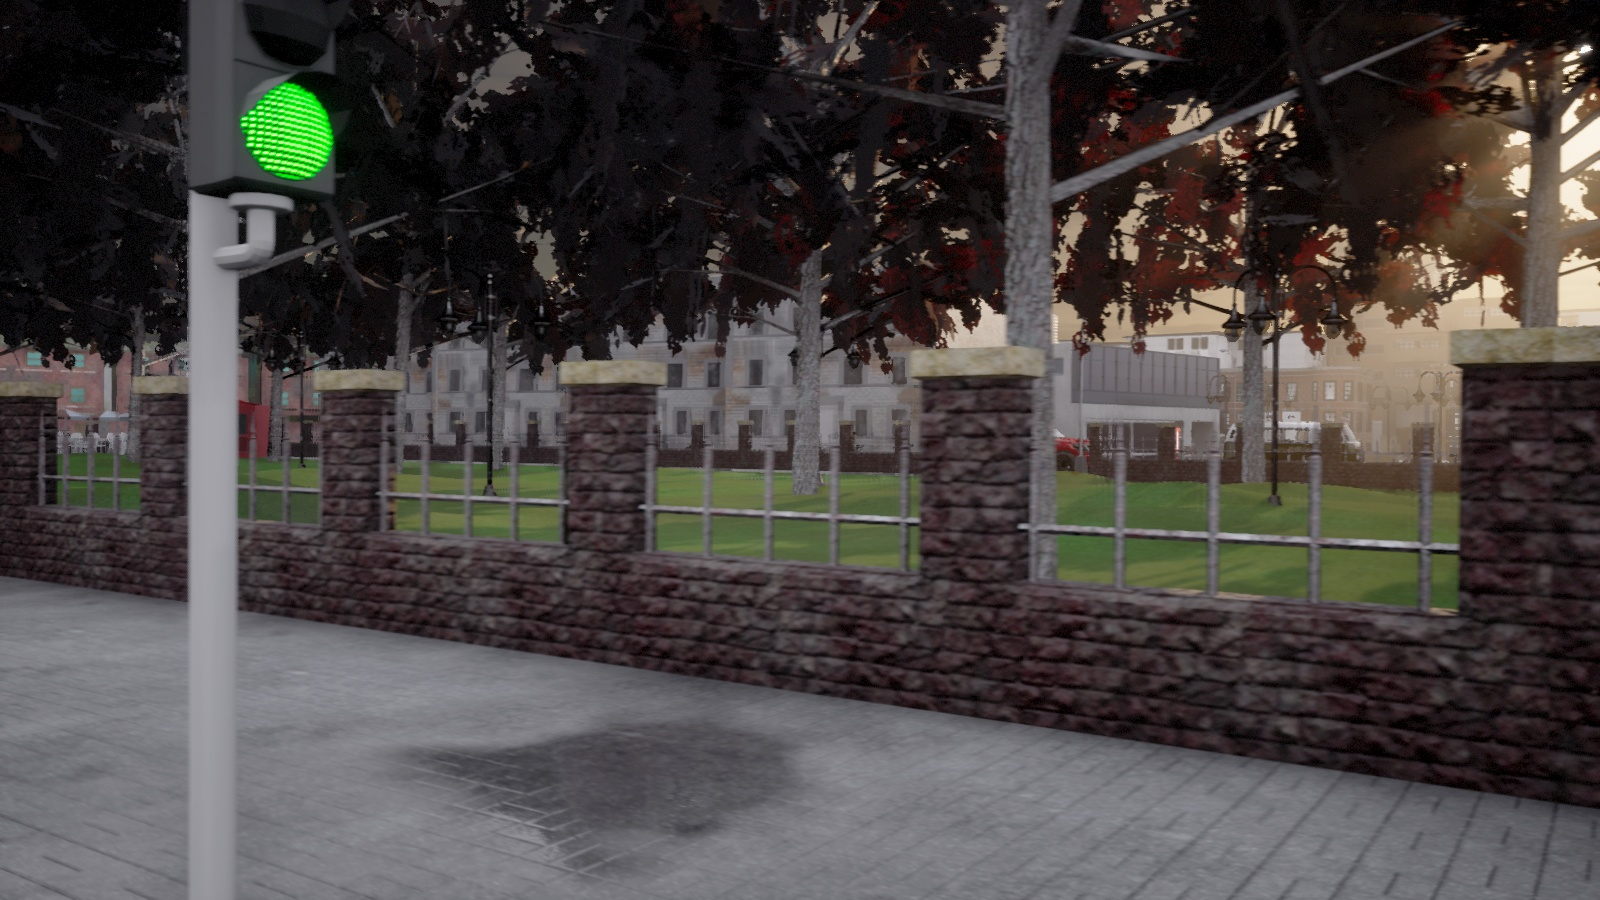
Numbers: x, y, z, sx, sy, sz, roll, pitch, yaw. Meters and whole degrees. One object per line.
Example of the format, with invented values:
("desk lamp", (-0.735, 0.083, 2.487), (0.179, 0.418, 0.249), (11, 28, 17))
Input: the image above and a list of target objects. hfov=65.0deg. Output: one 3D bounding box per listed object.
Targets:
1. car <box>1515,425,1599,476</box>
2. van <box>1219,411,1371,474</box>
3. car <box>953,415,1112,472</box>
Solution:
("car", (24.286, 0.002, 37.661), (4.792, 1.488, 2.163), (0, 1, 34))
("van", (16.810, -0.259, 42.697), (4.480, 2.038, 2.069), (0, 1, 34))
("car", (8.851, -0.247, 48.063), (5.566, 2.045, 2.150), (0, 1, 34))
